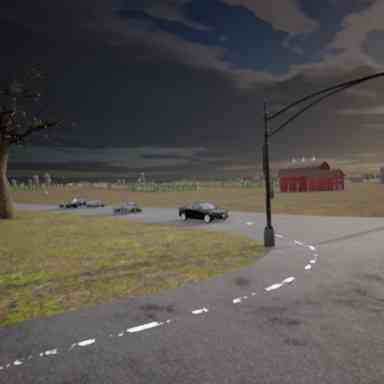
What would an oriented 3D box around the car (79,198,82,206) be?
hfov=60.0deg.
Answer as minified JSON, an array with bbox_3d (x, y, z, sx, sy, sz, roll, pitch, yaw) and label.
[{"bbox_3d":[-21.026,1.890,61.434,2.097,1.767,4.553,-4,1,-38],"label":"car"}]

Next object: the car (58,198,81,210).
[{"bbox_3d":[-20.644,2.196,55.239,1.895,1.301,4.718,-4,1,-38],"label":"car"}]

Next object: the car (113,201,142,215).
[{"bbox_3d":[-7.408,1.791,37.949,1.994,1.385,4.181,-4,2,-38],"label":"car"}]

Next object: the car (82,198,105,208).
[{"bbox_3d":[-16.118,1.918,55.138,1.994,1.385,4.181,-4,1,-37],"label":"car"}]

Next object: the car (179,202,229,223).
[{"bbox_3d":[0.876,1.561,27.225,1.882,1.535,5.008,-4,2,-38],"label":"car"}]
